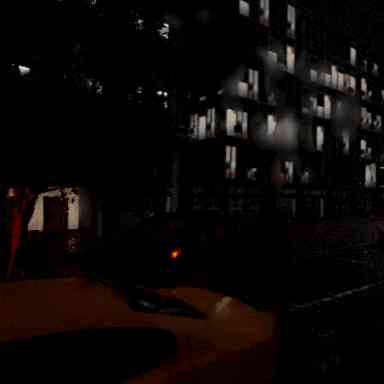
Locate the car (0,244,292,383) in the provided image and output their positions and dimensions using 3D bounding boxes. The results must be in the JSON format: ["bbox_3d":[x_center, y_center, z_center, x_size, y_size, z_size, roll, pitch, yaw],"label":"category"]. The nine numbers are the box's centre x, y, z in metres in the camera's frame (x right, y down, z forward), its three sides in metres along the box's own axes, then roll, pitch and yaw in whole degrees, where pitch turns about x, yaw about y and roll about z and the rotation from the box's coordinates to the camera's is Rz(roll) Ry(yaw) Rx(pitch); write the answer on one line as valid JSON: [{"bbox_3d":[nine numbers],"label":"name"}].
[{"bbox_3d":[-1.549,1.477,2.273,5.008,1.535,1.882,1,0,-36],"label":"car"}]

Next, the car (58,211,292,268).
[{"bbox_3d":[-0.183,1.350,6.415,5.009,1.841,2.192,1,0,-36],"label":"car"}]

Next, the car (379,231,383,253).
[{"bbox_3d":[9.023,1.695,12.988,4.507,1.381,1.887,1,0,-36],"label":"car"}]
